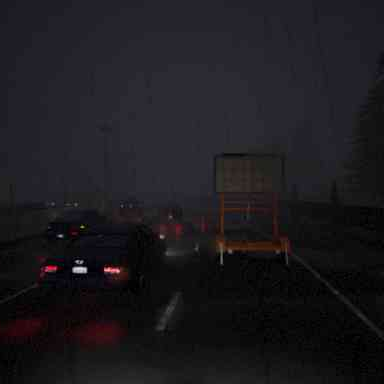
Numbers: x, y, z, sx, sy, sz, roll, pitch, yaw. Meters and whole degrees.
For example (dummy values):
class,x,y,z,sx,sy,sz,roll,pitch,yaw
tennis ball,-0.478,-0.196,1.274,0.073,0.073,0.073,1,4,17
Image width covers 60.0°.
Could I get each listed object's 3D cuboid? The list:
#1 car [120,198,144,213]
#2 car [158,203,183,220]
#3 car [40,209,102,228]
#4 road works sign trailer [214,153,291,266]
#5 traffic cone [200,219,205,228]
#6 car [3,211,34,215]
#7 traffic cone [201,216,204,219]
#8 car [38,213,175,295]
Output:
class,x,y,z,sx,sy,sz,roll,pitch,yaw
car,-5.901,1.342,32.876,2.097,1.767,4.553,0,0,-7
car,-1.786,1.592,27.431,1.895,1.301,4.718,0,0,-4
car,-5.039,1.520,15.315,1.812,1.442,4.674,0,0,2
road works sign trailer,1.953,0.461,11.593,2.380,3.560,2.880,0,0,1
traffic cone,0.629,1.949,18.626,0.340,0.580,0.340,0,0,1
car,-12.314,1.495,24.868,1.837,1.490,4.892,0,0,-4
traffic cone,0.676,1.949,20.626,0.340,0.580,0.340,0,0,1
car,-1.923,1.544,8.878,2.033,1.411,5.357,0,0,5
